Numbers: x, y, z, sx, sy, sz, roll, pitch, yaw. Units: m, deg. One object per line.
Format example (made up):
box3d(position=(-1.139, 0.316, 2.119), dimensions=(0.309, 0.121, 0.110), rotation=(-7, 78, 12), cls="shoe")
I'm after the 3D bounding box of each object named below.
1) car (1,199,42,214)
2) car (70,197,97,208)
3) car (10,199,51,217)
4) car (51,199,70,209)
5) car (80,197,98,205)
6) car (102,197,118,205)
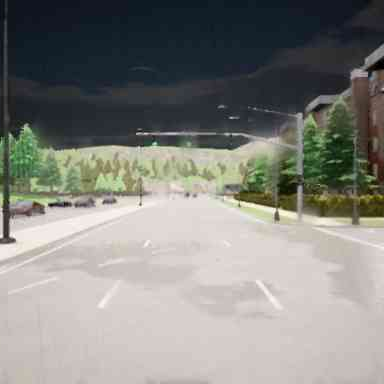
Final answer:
box3d(position=(-19.252, 1.570, 37.768), dimensions=(2.128, 1.511, 4.902), rotation=(0, 0, 0), cls="car")
box3d(position=(-15.632, 1.567, 48.675), dimensions=(1.882, 1.535, 5.008), rotation=(0, 0, 1), cls="car")
box3d(position=(-15.737, 1.592, 31.954), dimensions=(1.812, 1.442, 4.674), rotation=(0, 0, 0), cls="car")
box3d(position=(-19.093, 1.694, 48.382), dimensions=(1.895, 1.301, 4.718), rotation=(0, 0, 1), cls="car")
box3d(position=(-18.922, 1.675, 61.093), dimensions=(1.994, 1.385, 4.181), rotation=(0, 0, 1), cls="car")
box3d(position=(-15.401, 1.656, 62.552), dimensions=(2.033, 1.411, 5.357), rotation=(0, 0, 1), cls="car")
